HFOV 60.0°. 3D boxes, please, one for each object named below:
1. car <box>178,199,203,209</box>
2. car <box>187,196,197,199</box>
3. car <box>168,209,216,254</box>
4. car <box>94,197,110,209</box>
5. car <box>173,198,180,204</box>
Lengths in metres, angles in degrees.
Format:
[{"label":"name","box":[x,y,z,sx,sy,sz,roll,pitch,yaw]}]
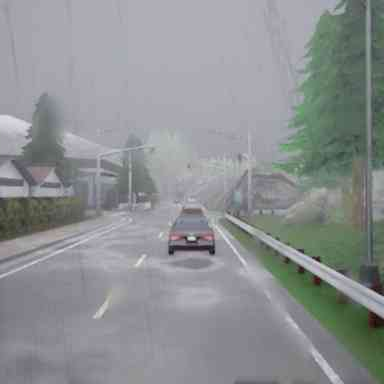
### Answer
[{"label":"car","box":[-0.017,1.727,29.468,1.882,1.535,5.008,0,0,0]},{"label":"car","box":[-0.061,1.899,81.505,2.150,2.045,5.566,0,0,0]},{"label":"car","box":[-0.009,1.670,13.987,2.033,1.411,5.357,0,0,0]},{"label":"car","box":[-14.569,1.778,54.027,1.905,1.878,3.866,0,0,-1]},{"label":"car","box":[-3.560,2.224,79.614,2.033,1.411,5.357,0,0,0]}]
